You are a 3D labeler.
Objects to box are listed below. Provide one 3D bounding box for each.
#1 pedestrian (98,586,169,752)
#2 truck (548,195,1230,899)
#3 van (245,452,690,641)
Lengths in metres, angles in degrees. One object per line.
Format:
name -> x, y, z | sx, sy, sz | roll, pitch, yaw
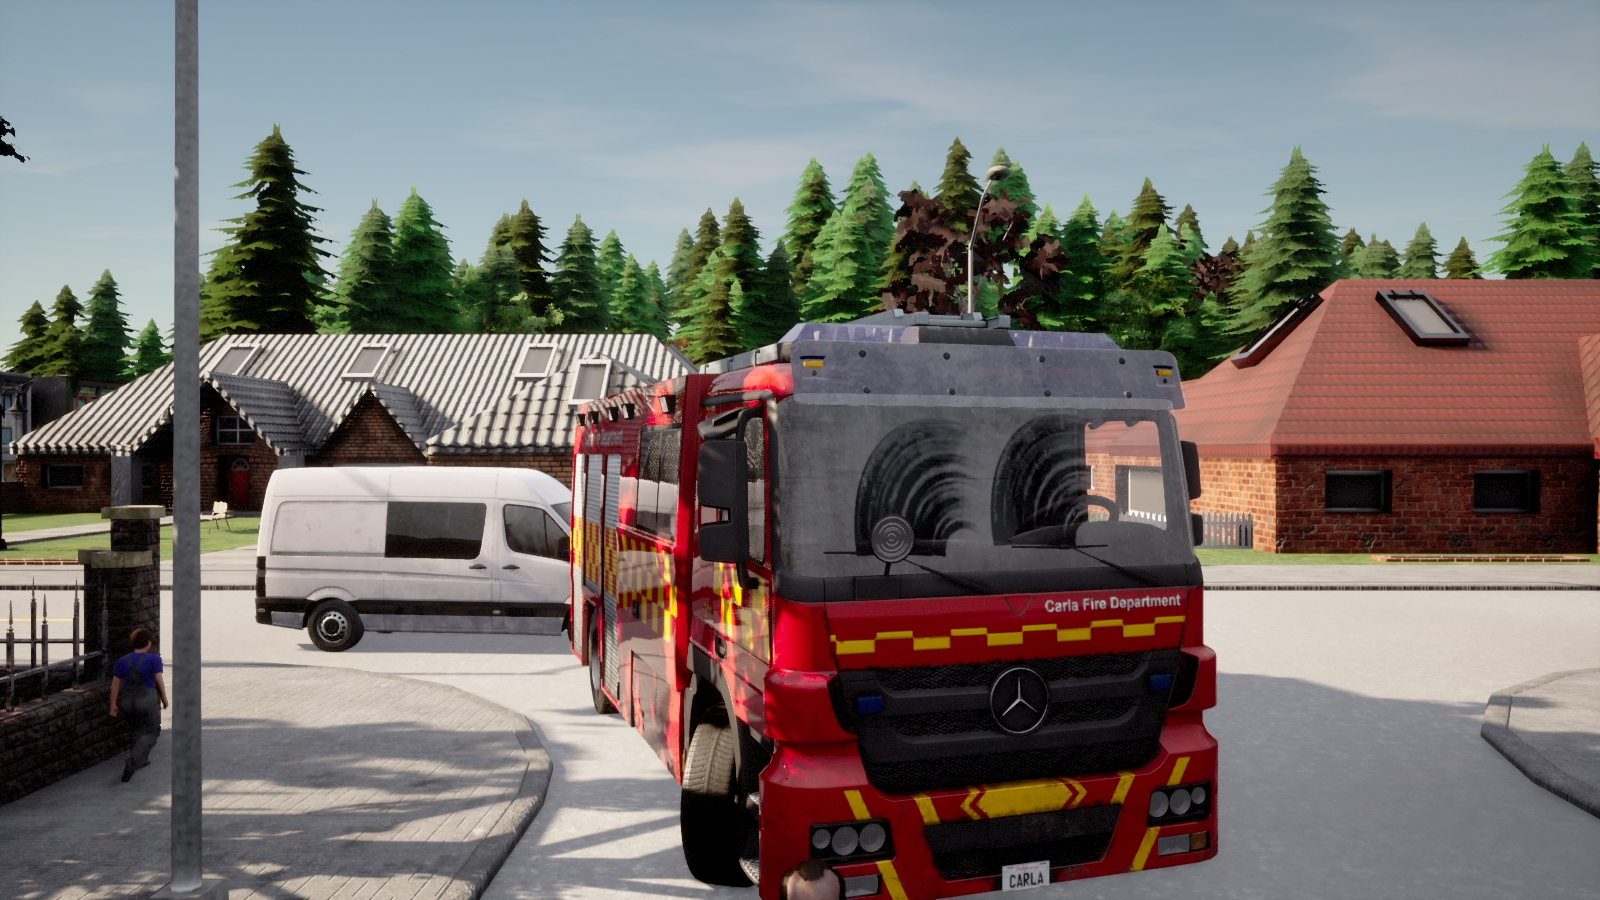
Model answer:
pedestrian -> -5.531, 1.806, 9.493 | 0.375, 1.300, 0.375 | 0, 0, -3
truck -> -0.279, 0.670, 10.050 | 2.891, 3.827, 8.468 | 0, 0, -19
van -> -4.701, 1.314, 16.673 | 5.915, 2.561, 1.988 | 0, 0, 4
